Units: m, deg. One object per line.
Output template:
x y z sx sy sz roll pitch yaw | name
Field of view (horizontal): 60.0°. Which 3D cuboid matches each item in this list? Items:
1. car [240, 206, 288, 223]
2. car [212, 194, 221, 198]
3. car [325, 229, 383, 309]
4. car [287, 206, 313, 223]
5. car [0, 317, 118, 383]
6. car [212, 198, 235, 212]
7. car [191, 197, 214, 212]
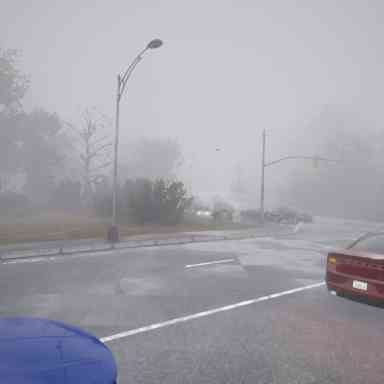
6.642 2.179 31.925 1.895 1.301 4.718 3 -1 -24 | car
5.870 1.112 79.193 2.033 1.411 5.357 2 2 -1 | car
5.016 1.556 7.364 5.008 1.535 1.882 1 -1 -35 | car
9.941 2.236 33.325 1.837 1.490 4.892 3 -1 -25 | car
-2.839 1.478 1.717 5.008 1.535 1.882 0 0 -36 | car
4.451 2.046 47.359 1.837 1.490 4.892 2 1 -17 | car
0.870 1.925 46.997 2.033 1.411 5.357 2 1 -17 | car
